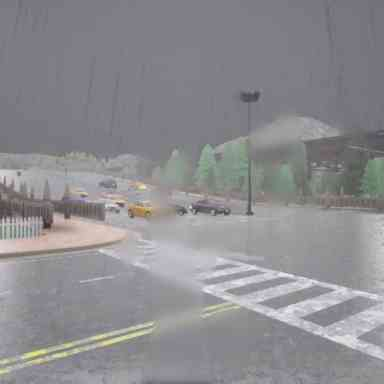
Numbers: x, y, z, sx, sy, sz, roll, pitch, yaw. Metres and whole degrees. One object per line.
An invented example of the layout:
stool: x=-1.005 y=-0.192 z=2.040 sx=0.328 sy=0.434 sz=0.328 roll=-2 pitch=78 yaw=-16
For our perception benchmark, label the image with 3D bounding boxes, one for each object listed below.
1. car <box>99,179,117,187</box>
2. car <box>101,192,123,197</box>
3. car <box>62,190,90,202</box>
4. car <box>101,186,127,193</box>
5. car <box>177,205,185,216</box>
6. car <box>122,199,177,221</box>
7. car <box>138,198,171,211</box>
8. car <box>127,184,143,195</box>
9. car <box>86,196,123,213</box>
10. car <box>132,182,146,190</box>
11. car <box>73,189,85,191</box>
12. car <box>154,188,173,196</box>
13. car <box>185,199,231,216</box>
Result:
car: x=-17.685 y=-1.706 z=69.964 sx=2.150 sy=2.045 sz=5.566 roll=0 pitch=7 yaw=-37
car: x=-10.141 y=1.195 z=42.253 sx=1.882 sy=1.535 sz=5.008 roll=0 pitch=3 yaw=-37
car: x=-15.589 y=0.942 z=43.672 sx=1.882 sy=1.535 sz=5.008 roll=0 pitch=4 yaw=-37
car: x=-12.288 y=0.530 z=50.943 sx=2.097 sy=1.767 sz=4.553 roll=0 pitch=5 yaw=-37
car: x=-2.625 y=1.538 z=32.334 sx=2.033 sy=1.411 sz=5.357 roll=0 pitch=0 yaw=-37
car: x=-3.667 y=1.474 z=27.915 sx=1.882 sy=1.535 sz=5.008 roll=0 pitch=0 yaw=-37
car: x=-4.655 y=1.491 z=40.799 sx=1.895 sy=1.301 sz=4.718 roll=0 pitch=2 yaw=-37
car: x=-11.565 y=-0.064 z=61.939 sx=1.895 sy=1.301 sz=4.718 roll=0 pitch=7 yaw=-37
car: x=-9.291 y=1.456 z=35.354 sx=1.812 sy=1.442 sz=4.674 roll=0 pitch=1 yaw=-37
car: x=-11.987 y=-1.425 z=73.993 sx=1.882 sy=1.535 sz=5.008 roll=0 pitch=7 yaw=-37
car: x=-17.699 y=0.253 z=52.353 sx=1.882 sy=1.535 sz=5.008 roll=0 pitch=6 yaw=-37
car: x=-5.722 y=-0.126 z=65.818 sx=2.128 sy=1.511 sz=4.902 roll=0 pitch=7 yaw=-37
car: x=1.751 y=1.498 z=32.358 sx=1.837 sy=1.490 sz=4.892 roll=0 pitch=0 yaw=-37
